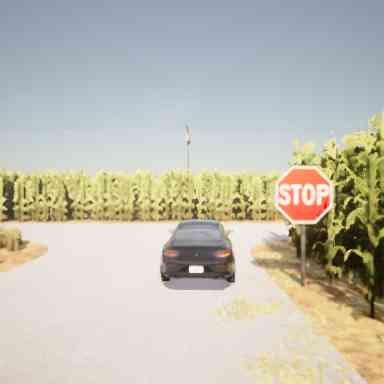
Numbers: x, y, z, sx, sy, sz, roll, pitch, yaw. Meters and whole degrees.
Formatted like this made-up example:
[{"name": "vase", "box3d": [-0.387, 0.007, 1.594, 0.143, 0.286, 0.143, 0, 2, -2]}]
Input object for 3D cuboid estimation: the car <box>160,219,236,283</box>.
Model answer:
[{"name": "car", "box3d": [0.233, 1.506, 9.497, 1.812, 1.442, 4.674, 0, 0, 3]}]
